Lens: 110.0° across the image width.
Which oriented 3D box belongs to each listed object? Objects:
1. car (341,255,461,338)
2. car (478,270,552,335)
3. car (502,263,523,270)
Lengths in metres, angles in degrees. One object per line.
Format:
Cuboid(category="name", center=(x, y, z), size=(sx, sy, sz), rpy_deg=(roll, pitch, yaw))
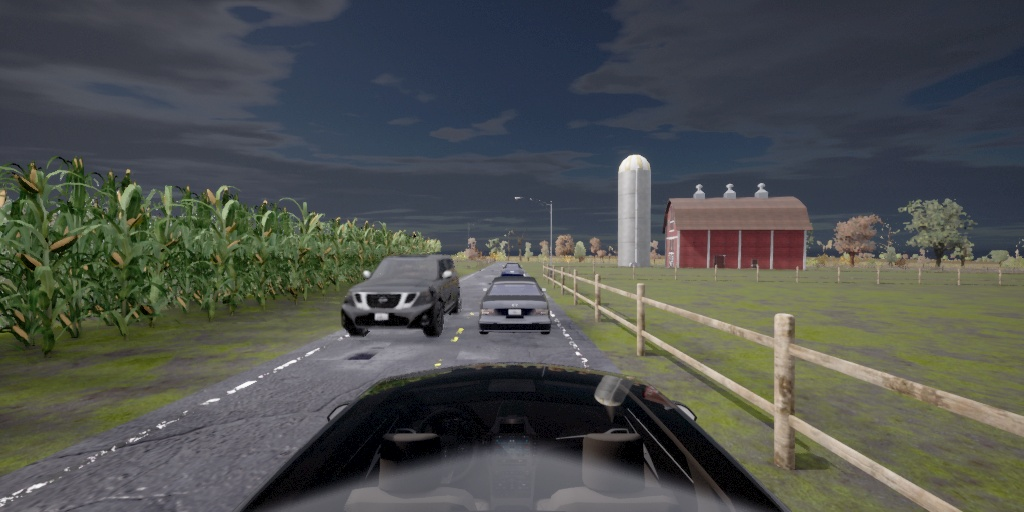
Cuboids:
Cuboid(category="car", center=(-2.851, 0.971, 10.576), size=(2.150, 2.045, 5.566), rpy_deg=(0, 0, 0))
Cuboid(category="car", center=(0.074, 1.297, 10.507), size=(2.033, 1.411, 5.357), rpy_deg=(0, 0, 0))
Cuboid(category="car", center=(0.044, 1.319, 32.736), size=(1.994, 1.385, 4.181), rpy_deg=(0, 0, 0))
